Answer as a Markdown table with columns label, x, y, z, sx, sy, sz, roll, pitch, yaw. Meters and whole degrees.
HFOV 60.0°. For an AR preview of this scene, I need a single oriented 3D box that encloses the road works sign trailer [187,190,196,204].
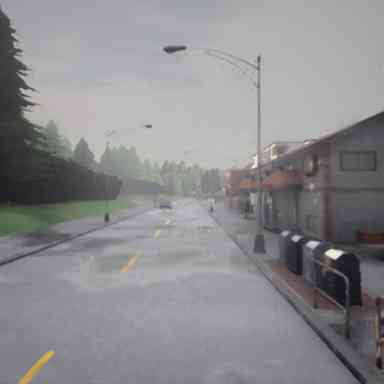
| label | x | y | z | sx | sy | sz | roll | pitch | yaw |
| --- | --- | --- | --- | --- | --- | --- | --- | --- | --- |
| road works sign trailer | -0.031 | 1.242 | 86.724 | 2.380 | 3.560 | 2.880 | 0 | -1 | 0 |

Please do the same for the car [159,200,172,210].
| label | x | y | z | sx | sy | sz | roll | pitch | yaw |
| --- | --- | --- | --- | --- | --- | --- | --- | --- | --- |
| car | -4.061 | 2.012 | 51.789 | 2.033 | 1.411 | 5.357 | 0 | 0 | 1 |
